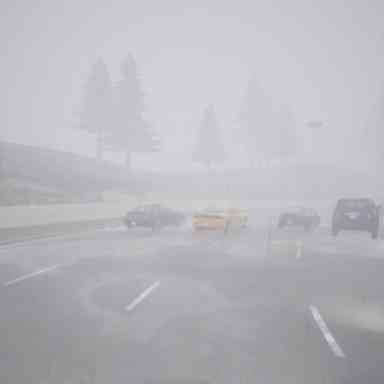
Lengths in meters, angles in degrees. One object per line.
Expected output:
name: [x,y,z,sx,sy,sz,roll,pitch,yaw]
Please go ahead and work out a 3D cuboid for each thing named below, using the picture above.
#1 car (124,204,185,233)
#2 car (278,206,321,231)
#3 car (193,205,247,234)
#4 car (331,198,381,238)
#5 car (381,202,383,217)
car: [-2.111,1.492,20.057,2.128,1.511,4.902,0,0,25]
car: [6.997,1.619,21.577,1.812,1.442,4.674,0,0,32]
car: [1.800,1.517,19.611,1.882,1.535,5.008,0,0,26]
car: [9.283,1.337,18.765,2.150,2.045,5.566,0,0,30]
car: [18.733,1.749,33.436,4.674,1.442,1.812,1,0,-35]
